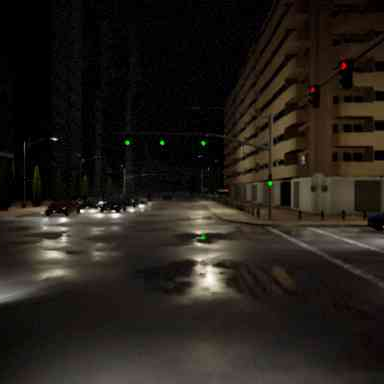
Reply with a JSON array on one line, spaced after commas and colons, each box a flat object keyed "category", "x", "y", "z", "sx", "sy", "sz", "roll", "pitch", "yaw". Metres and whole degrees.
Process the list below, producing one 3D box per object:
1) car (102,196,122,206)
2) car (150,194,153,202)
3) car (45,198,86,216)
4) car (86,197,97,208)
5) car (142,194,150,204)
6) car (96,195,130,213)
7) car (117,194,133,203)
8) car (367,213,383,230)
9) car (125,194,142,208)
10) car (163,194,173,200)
[{"category": "car", "x": -11.695, "y": 1.256, "z": 48.819, "sx": 1.895, "sy": 1.301, "sz": 4.718, "roll": 0, "pitch": 0, "yaw": -1}, {"category": "car", "x": -8.448, "y": 1.080, "z": 63.067, "sx": 1.837, "sy": 1.490, "sz": 4.892, "roll": 0, "pitch": 0, "yaw": -1}, {"category": "car", "x": -11.294, "y": 1.303, "z": 29.519, "sx": 1.812, "sy": 1.442, "sz": 4.674, "roll": 0, "pitch": 0, "yaw": -1}, {"category": "car", "x": -11.506, "y": 1.264, "z": 39.107, "sx": 2.033, "sy": 1.411, "sz": 5.357, "roll": 0, "pitch": 0, "yaw": -1}, {"category": "car", "x": -8.257, "y": 1.242, "z": 52.719, "sx": 1.895, "sy": 1.301, "sz": 4.718, "roll": 0, "pitch": 0, "yaw": -1}, {"category": "car", "x": -7.871, "y": 1.288, "z": 33.615, "sx": 1.812, "sy": 1.442, "sz": 4.674, "roll": 0, "pitch": 0, "yaw": 0}, {"category": "car", "x": -11.857, "y": 1.155, "z": 58.916, "sx": 1.994, "sy": 1.385, "sz": 4.181, "roll": 0, "pitch": 0, "yaw": -1}, {"category": "car", "x": 12.394, "y": 1.456, "z": 18.423, "sx": 5.008, "sy": 1.535, "sz": 1.882, "roll": 0, "pitch": 0, "yaw": -2}, {"category": "car", "x": -8.078, "y": 1.057, "z": 42.660, "sx": 2.097, "sy": 1.767, "sz": 4.553, "roll": 0, "pitch": 0, "yaw": -1}, {"category": "car", "x": -5.158, "y": 1.122, "z": 72.471, "sx": 1.895, "sy": 1.301, "sz": 4.718, "roll": 0, "pitch": 0, "yaw": -1}]
